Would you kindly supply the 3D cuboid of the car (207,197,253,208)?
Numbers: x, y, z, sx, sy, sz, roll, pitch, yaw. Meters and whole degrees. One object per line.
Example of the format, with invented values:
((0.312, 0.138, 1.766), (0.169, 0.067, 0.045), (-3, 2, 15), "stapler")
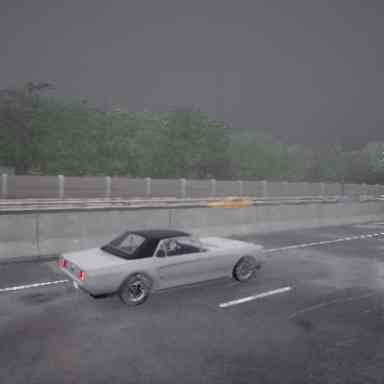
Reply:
((3.687, 1.260, 32.284), (5.008, 1.535, 1.882), (0, 0, -35), "car")

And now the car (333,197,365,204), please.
((21.005, 1.331, 44.418), (5.357, 1.411, 2.033), (0, 0, -35), "car")

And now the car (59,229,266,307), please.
((-0.462, 1.538, 7.841), (4.718, 1.301, 1.895), (0, 1, -35), "car")
